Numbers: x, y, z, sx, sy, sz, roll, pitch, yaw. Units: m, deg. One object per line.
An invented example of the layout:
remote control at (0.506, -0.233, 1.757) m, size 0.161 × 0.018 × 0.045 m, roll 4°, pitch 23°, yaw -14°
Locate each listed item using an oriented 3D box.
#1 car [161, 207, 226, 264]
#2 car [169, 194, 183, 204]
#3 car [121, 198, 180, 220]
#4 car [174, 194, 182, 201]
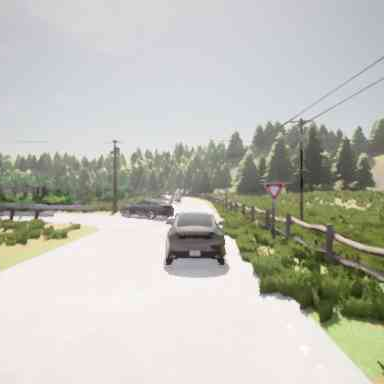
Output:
car at (0.114, 1.455, 11.673) m, size 1.837 × 1.490 × 4.892 m, roll 0°, pitch 0°, yaw 1°
car at (-2.774, 1.252, 56.305) m, size 2.128 × 1.511 × 4.902 m, roll 0°, pitch 0°, yaw 1°
car at (-3.681, 1.368, 26.927) m, size 4.892 × 1.490 × 1.837 m, roll 1°, pitch -3°, yaw 38°
car at (-2.962, 1.219, 71.627) m, size 1.812 × 1.442 × 4.674 m, roll 0°, pitch 0°, yaw -2°
